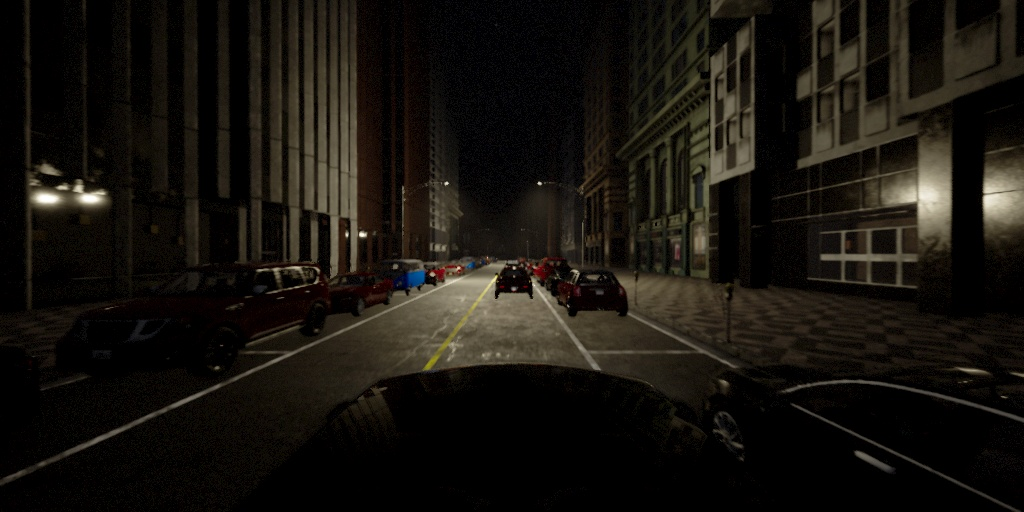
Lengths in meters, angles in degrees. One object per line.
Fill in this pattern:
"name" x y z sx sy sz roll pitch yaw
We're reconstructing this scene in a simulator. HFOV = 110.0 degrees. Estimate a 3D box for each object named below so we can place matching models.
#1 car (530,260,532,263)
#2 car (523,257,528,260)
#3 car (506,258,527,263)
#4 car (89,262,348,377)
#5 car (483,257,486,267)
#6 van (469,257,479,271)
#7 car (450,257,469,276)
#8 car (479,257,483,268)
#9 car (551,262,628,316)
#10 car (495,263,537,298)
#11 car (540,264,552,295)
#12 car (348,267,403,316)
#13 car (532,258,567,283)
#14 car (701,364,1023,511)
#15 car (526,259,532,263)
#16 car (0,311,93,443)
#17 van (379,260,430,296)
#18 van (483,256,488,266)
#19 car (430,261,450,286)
"car" 2.765 1.263 30.106 1.888 1.381 4.507 0 0 0
"car" 2.766 1.140 47.014 1.967 1.591 4.097 0 0 0
"car" 0.099 1.203 37.086 2.128 1.511 4.902 0 0 0
"car" -5.761 1.060 7.550 2.192 1.841 5.009 0 0 0
"car" -5.759 1.244 58.280 2.007 1.370 4.403 0 0 0
"van" -5.760 1.044 47.007 1.690 1.789 3.998 0 0 0
"car" -5.760 1.155 35.734 1.967 1.591 4.097 0 0 0
"car" -5.759 1.223 52.474 1.751 1.417 4.829 0 0 0
"car" 2.764 1.176 13.196 1.967 1.591 4.097 0 0 0
"car" 0.095 1.257 18.263 1.812 1.442 4.674 0 0 0
"car" 2.764 1.296 18.833 1.948 1.339 4.313 0 0 0
"car" -5.761 1.284 13.187 1.888 1.381 4.507 0 0 0
"car" 2.765 1.039 24.470 2.192 1.841 5.009 0 0 0
"car" 2.764 1.299 1.924 2.007 1.370 4.403 0 0 0
"car" 2.765 1.278 35.742 1.948 1.339 4.313 0 0 0
"car" -5.761 1.318 1.914 1.948 1.339 4.313 0 0 0
"van" -5.761 1.074 18.824 1.690 1.789 3.998 0 0 0
"van" -5.759 1.030 63.917 1.690 1.789 3.998 0 0 0
"car" -5.760 1.167 24.461 1.967 1.591 4.097 0 0 0
